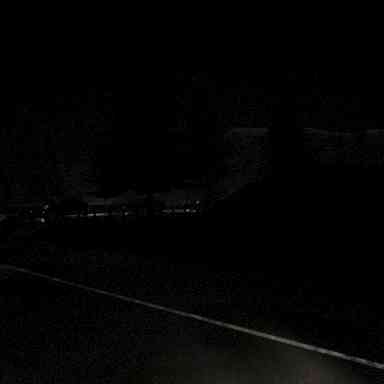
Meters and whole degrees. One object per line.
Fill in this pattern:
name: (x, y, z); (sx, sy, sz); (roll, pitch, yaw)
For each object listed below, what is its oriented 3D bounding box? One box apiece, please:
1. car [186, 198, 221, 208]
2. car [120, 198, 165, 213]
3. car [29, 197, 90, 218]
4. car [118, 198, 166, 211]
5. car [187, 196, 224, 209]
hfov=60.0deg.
car: (1.630, 1.509, 45.774); (4.718, 1.301, 1.895); (0, 0, -35)
car: (-5.184, 1.401, 35.788); (4.902, 1.511, 2.128); (0, 0, -42)
car: (-11.389, 1.255, 29.373); (2.097, 1.767, 4.553); (0, 0, 41)
car: (-5.935, 1.443, 39.885); (5.357, 1.411, 2.033); (0, 0, -42)
car: (1.742, 1.272, 41.526); (4.553, 1.767, 2.097); (0, 0, -35)
